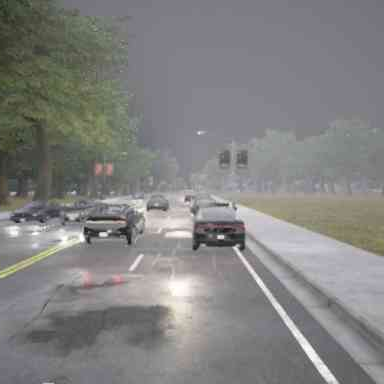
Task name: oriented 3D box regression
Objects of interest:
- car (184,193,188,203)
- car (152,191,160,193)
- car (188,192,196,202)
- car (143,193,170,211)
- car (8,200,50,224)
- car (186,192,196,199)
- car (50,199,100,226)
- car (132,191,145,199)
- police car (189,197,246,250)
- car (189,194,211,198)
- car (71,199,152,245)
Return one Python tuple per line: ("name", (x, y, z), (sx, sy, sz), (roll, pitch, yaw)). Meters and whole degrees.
("car", (-0.134, 0.796, 48.779), (1.882, 1.535, 5.008), (0, 1, 0))
("car", (-6.727, 0.662, 62.233), (1.837, 1.490, 4.892), (0, 1, 0))
("car", (0.882, 0.924, 29.276), (2.097, 1.767, 4.553), (0, 1, 0))
("car", (-3.253, 1.096, 32.251), (1.994, 1.385, 4.181), (0, 1, 0))
("car", (-9.920, 1.221, 22.110), (2.033, 1.411, 5.357), (0, 1, 0))
("car", (-0.209, 0.680, 66.055), (1.994, 1.385, 4.181), (0, 1, 0))
("car", (-6.665, 1.183, 20.906), (2.128, 1.511, 4.902), (0, 1, 0))
("car", (-9.979, 0.652, 62.223), (2.128, 1.511, 4.902), (0, 1, 0))
("police car", (0.932, 1.226, 13.417), (1.930, 1.638, 5.238), (0, 1, 0))
("car", (0.901, 1.136, 23.307), (1.882, 1.535, 5.008), (0, 1, 0))
("car", (-3.195, 1.278, 14.391), (2.128, 1.511, 4.902), (0, 1, 0))
